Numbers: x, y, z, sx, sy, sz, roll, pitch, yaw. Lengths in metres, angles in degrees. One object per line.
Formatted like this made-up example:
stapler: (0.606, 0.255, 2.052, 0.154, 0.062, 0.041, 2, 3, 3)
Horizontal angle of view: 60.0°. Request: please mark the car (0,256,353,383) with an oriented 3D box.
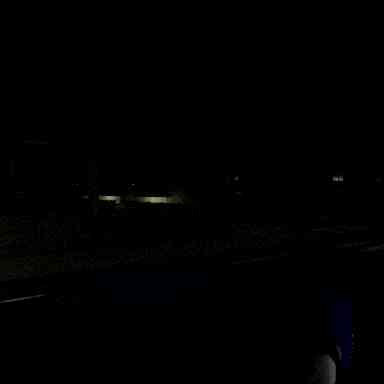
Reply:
car: (-0.431, 1.495, 3.259, 5.008, 1.535, 1.882, 0, 0, -35)
